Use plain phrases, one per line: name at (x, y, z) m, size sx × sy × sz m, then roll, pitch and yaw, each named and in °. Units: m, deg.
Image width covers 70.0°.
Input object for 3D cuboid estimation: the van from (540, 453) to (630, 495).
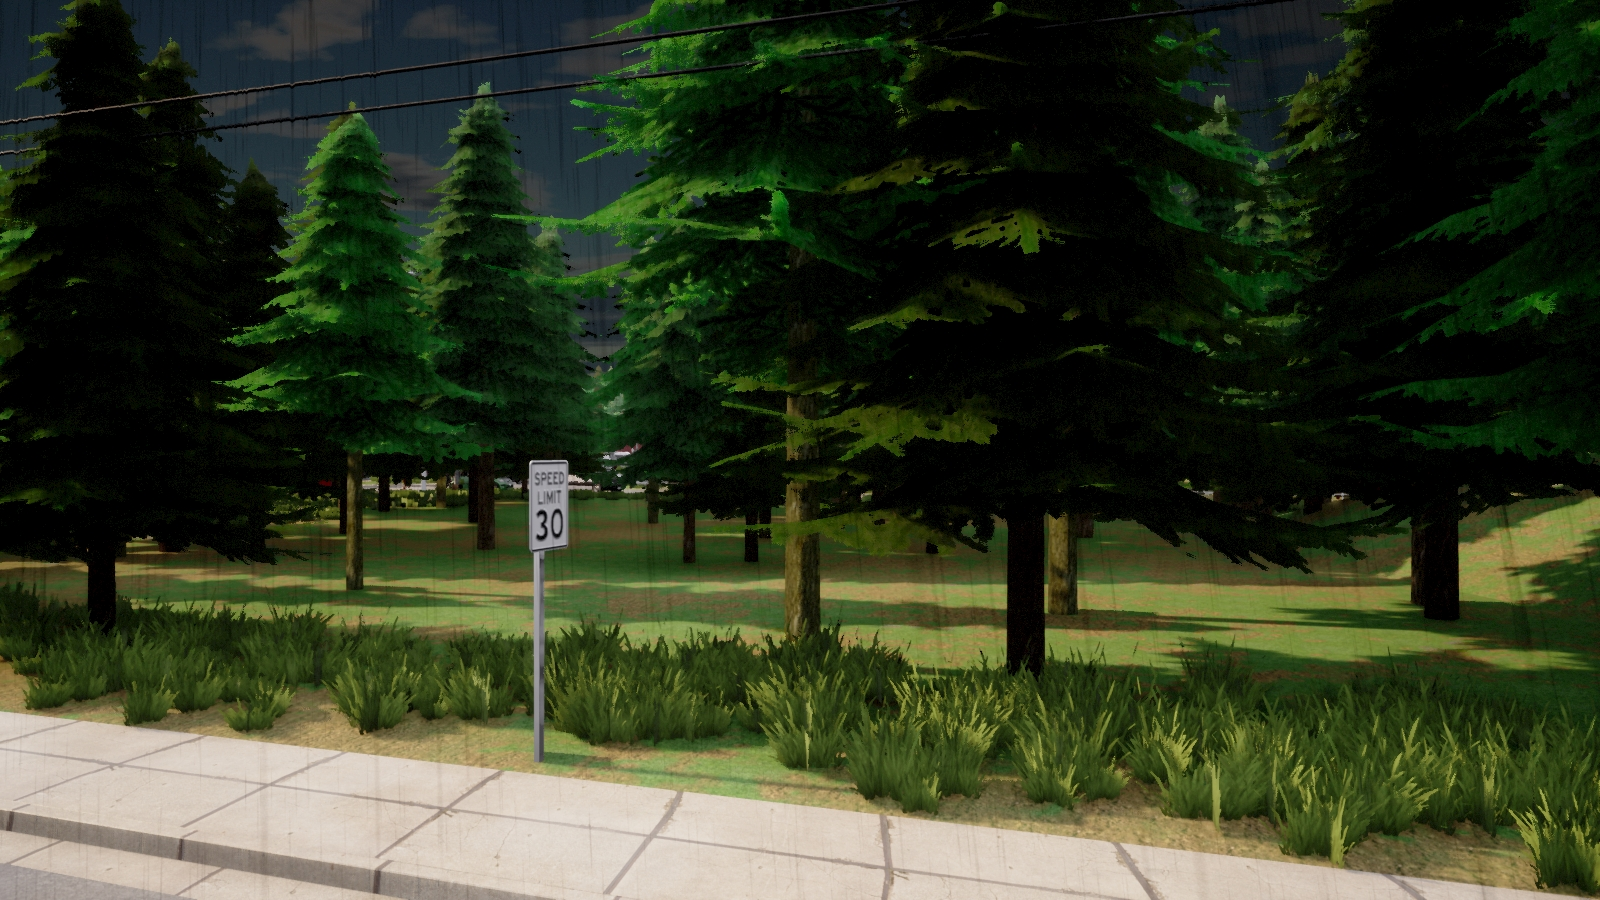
van at (-13.883, 1.508, 73.669) m, size 5.915 × 2.561 × 1.988 m, roll 0°, pitch 0°, yaw 33°
